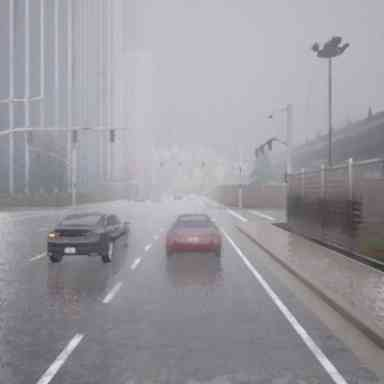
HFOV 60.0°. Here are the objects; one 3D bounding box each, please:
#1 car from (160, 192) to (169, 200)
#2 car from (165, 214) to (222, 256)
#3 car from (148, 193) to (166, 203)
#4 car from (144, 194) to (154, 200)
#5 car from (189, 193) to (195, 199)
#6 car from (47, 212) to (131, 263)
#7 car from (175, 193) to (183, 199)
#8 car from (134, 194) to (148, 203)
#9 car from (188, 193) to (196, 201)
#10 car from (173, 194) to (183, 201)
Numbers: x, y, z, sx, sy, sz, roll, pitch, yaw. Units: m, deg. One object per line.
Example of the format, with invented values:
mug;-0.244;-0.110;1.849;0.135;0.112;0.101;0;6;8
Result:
car;-6.997;1.001;82.695;2.150;2.045;5.566;0;0;0
car;0.065;1.532;12.978;1.994;1.385;4.181;0;0;0
car;-7.000;1.386;66.873;2.033;1.411;5.357;0;0;0
car;-10.497;1.277;82.319;1.837;1.490;4.892;0;0;0
car;0.003;1.144;91.337;1.837;1.490;4.892;0;0;0
car;-3.441;1.472;11.876;1.837;1.490;4.892;0;-1;0
car;-3.497;1.169;91.337;2.128;1.511;4.902;0;0;0
car;-10.502;1.350;66.829;2.128;1.511;4.902;0;0;0
car;0.003;1.326;81.228;1.812;1.442;4.674;0;0;0
car;-3.497;1.303;80.914;1.837;1.490;4.892;0;0;0
